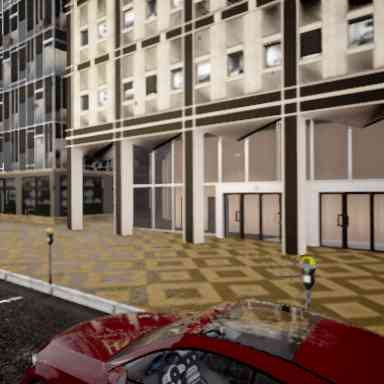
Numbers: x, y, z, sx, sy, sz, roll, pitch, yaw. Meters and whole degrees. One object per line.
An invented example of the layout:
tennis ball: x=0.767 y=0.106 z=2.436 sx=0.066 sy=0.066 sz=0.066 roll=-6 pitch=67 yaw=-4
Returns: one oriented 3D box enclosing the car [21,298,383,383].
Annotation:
car: x=0.359 y=1.579 z=2.627 sx=4.206 sy=1.307 sz=1.802 roll=0 pitch=0 yaw=36
